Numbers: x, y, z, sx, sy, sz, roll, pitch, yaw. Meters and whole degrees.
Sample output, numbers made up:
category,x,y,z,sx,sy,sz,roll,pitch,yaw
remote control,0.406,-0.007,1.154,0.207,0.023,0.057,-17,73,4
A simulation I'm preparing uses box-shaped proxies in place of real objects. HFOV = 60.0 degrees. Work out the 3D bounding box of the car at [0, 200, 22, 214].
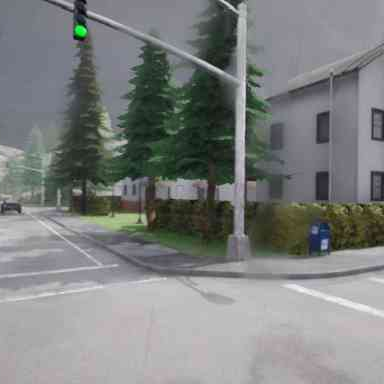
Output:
category,x,y,z,sx,sy,sz,roll,pitch,yaw
car,-20.474,1.640,37.695,1.837,1.490,4.892,1,-1,-32
